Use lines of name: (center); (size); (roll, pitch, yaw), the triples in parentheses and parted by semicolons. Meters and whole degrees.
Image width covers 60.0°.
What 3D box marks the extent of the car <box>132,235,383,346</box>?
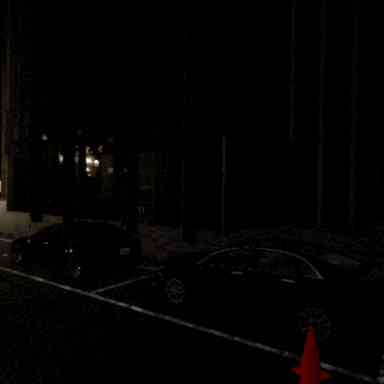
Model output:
car: (1.231, 1.535, 6.201); (4.403, 1.369, 2.008); (1, 1, 36)

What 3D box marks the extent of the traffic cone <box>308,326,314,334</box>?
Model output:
traffic cone: (1.470, 1.954, 4.118); (0.340, 0.580, 0.340); (1, 0, -26)

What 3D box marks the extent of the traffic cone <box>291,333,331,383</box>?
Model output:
traffic cone: (1.302, 1.955, 3.649); (0.340, 0.580, 0.340); (1, 0, 35)

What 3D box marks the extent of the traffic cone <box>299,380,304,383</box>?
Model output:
traffic cone: (0.721, 1.952, 2.835); (0.340, 0.580, 0.340); (1, 0, 35)

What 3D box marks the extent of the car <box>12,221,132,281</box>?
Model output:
car: (-3.361, 1.475, 9.476); (4.313, 1.339, 1.947); (1, 1, 36)
